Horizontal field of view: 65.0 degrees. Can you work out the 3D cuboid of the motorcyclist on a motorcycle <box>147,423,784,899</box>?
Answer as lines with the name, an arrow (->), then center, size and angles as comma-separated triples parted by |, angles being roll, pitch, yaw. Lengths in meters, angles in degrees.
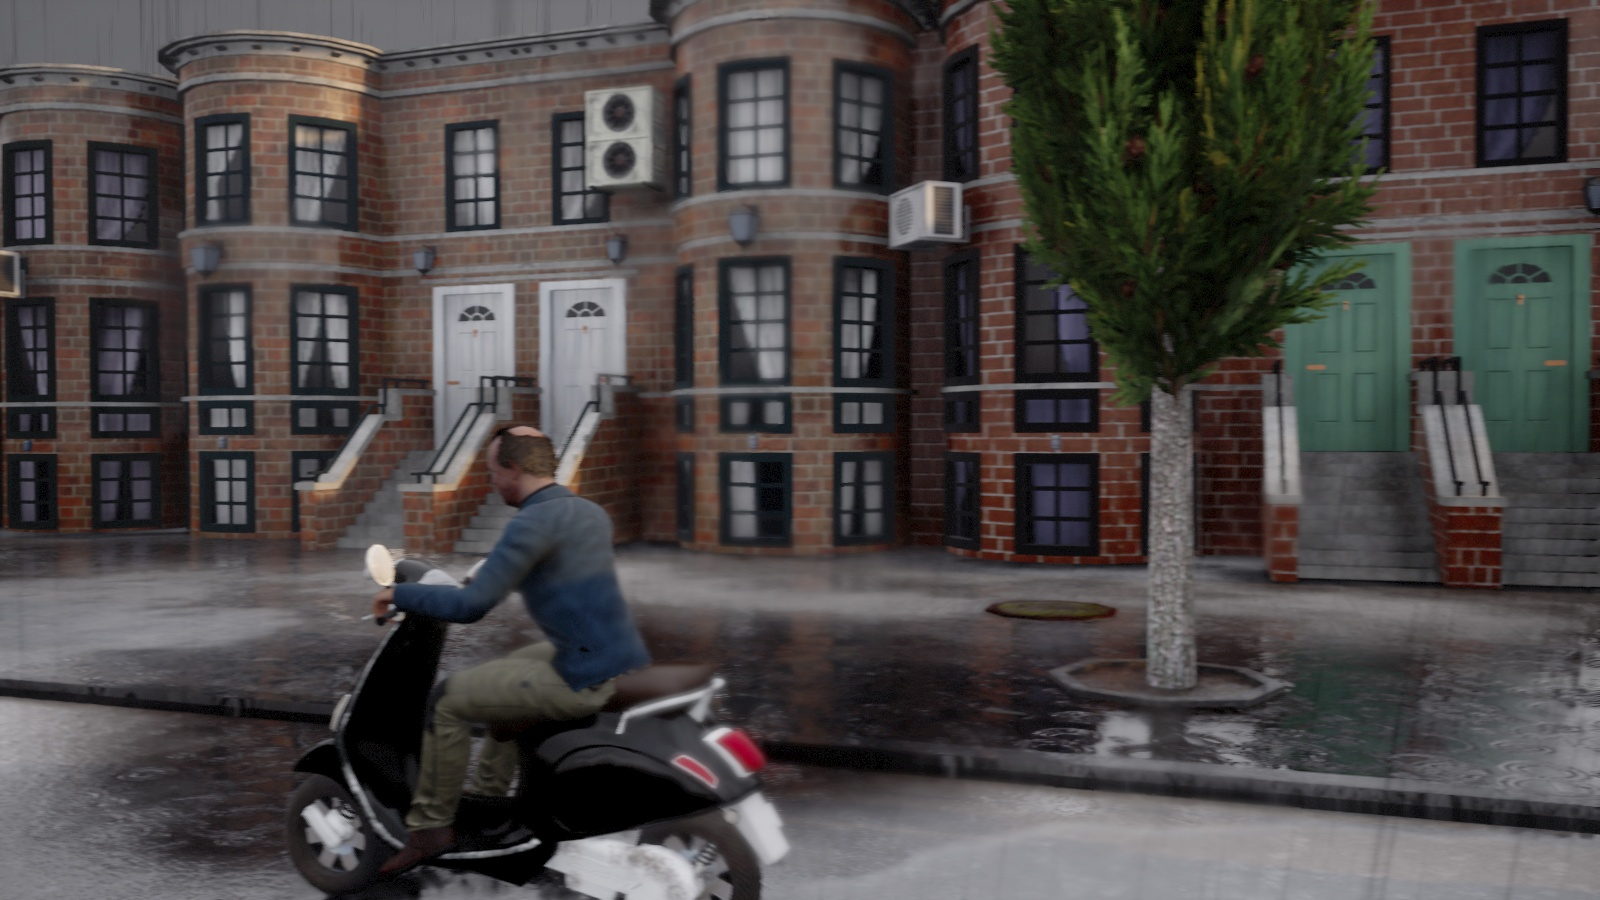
motorcyclist on a motorcycle -> -1.054, 0.711, 4.073 | 1.817, 1.590, 0.866 | 1, 1, 19
